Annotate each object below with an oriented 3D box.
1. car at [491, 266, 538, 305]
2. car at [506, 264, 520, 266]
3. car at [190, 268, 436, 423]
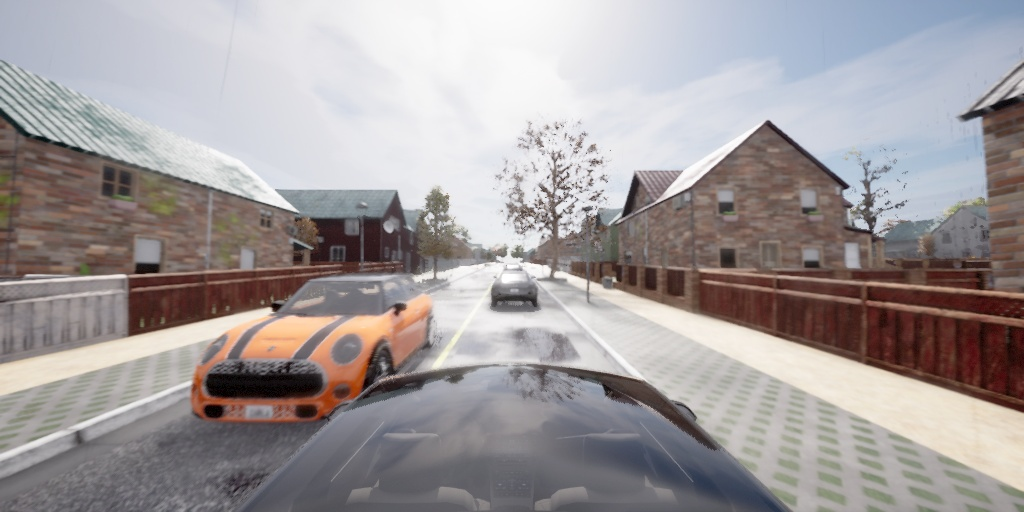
[{"bbox_3d":[0.101,1.335,16.060,1.994,1.385,4.181,0,0,0],"label":"car"},{"bbox_3d":[0.103,1.373,33.106,1.994,1.385,4.181,0,0,0],"label":"car"},{"bbox_3d":[-2.749,1.107,6.146,2.097,1.767,4.553,0,0,0],"label":"car"}]
